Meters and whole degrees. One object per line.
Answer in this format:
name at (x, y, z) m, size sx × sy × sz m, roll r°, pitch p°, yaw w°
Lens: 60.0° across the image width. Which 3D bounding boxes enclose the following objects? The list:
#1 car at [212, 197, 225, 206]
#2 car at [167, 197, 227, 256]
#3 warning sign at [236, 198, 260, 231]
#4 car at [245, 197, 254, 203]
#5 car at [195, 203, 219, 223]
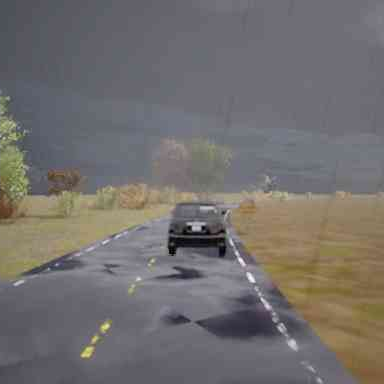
car at (5.741, 1.974, 71.716) m, size 2.097 × 1.767 × 4.553 m, roll 0°, pitch 0°, yaw 14°
car at (0.273, 1.345, 13.946) m, size 2.150 × 2.045 × 5.566 m, roll 0°, pitch 0°, yaw 3°
warning sign at (3.214, 1.292, 19.287) m, size 1.300 × 1.860 × 1.060 m, roll 0°, pitch -1°, yaw 4°
car at (15.934, 2.129, 92.081) m, size 2.097 × 1.767 × 4.553 m, roll 0°, pitch 0°, yaw 19°
car at (1.369, 1.788, 29.169) m, size 1.812 × 1.442 × 4.674 m, roll 0°, pitch 0°, yaw 6°
